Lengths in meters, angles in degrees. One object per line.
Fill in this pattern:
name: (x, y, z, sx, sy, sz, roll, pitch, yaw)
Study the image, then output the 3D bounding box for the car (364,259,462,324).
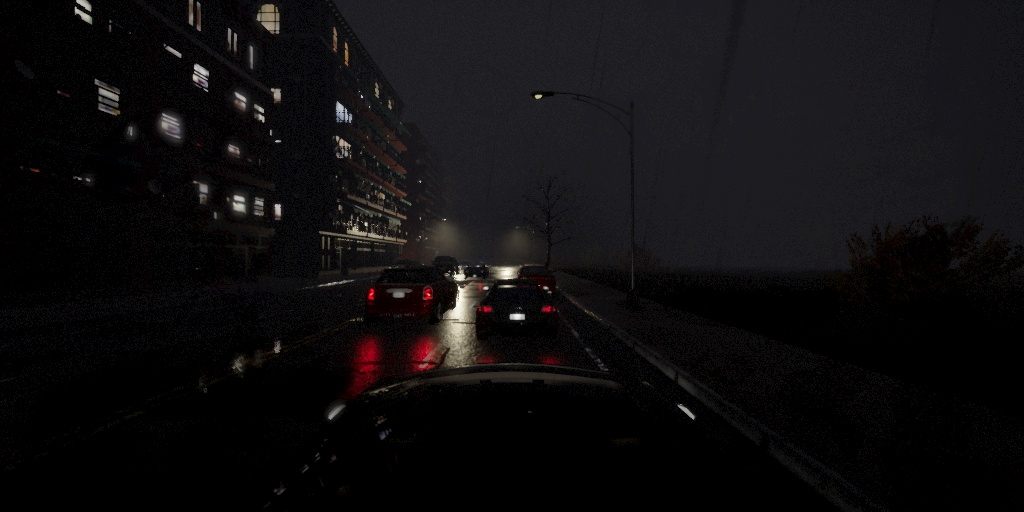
car: (-3.139, 1.105, 12.084, 2.097, 1.767, 4.553, 0, 0, 0)

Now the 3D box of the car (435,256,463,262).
car: (-6.561, 0.973, 35.062, 2.150, 2.045, 5.566, 0, 0, 0)

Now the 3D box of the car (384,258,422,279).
car: (-9.813, 1.104, 32.821, 2.097, 1.767, 4.553, 0, 0, 0)

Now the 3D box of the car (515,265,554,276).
car: (1.158, 1.230, 18.862, 1.882, 1.535, 5.008, 0, 0, 0)

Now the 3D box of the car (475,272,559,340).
car: (0.111, 1.315, 9.942, 1.994, 1.385, 4.181, 0, 0, 0)

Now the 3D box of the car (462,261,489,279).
car: (-3.108, 1.353, 32.232, 1.895, 1.301, 4.718, 0, 0, 0)
